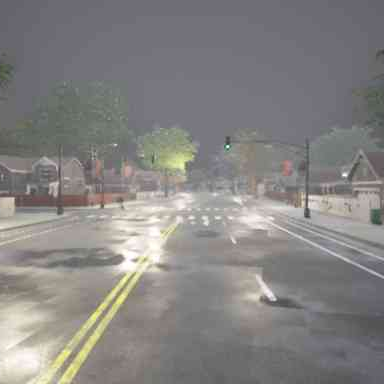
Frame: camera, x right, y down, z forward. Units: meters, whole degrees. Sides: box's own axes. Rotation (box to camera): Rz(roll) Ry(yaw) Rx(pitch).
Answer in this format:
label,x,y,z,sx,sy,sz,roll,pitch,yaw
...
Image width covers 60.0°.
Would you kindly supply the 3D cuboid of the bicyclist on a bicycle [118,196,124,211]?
label,x,y,z,sx,sy,sz,roll,pitch,yaw
bicyclist on a bicycle,-7.469,1.211,35.120,0.582,1.620,1.656,0,1,4
